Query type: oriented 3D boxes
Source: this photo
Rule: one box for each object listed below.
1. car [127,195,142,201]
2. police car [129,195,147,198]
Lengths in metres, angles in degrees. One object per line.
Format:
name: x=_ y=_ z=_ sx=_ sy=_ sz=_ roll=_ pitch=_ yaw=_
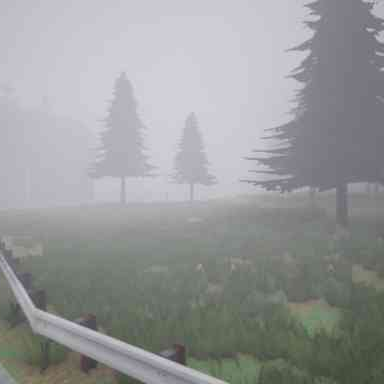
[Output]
car: x=-15.895 y=1.595 z=92.470 sx=1.816 sy=1.474 sz=4.193 roll=0 pitch=0 yaw=35
police car: x=-8.572 y=1.571 z=55.491 sx=2.038 sy=1.542 sz=4.974 roll=0 pitch=0 yaw=36
